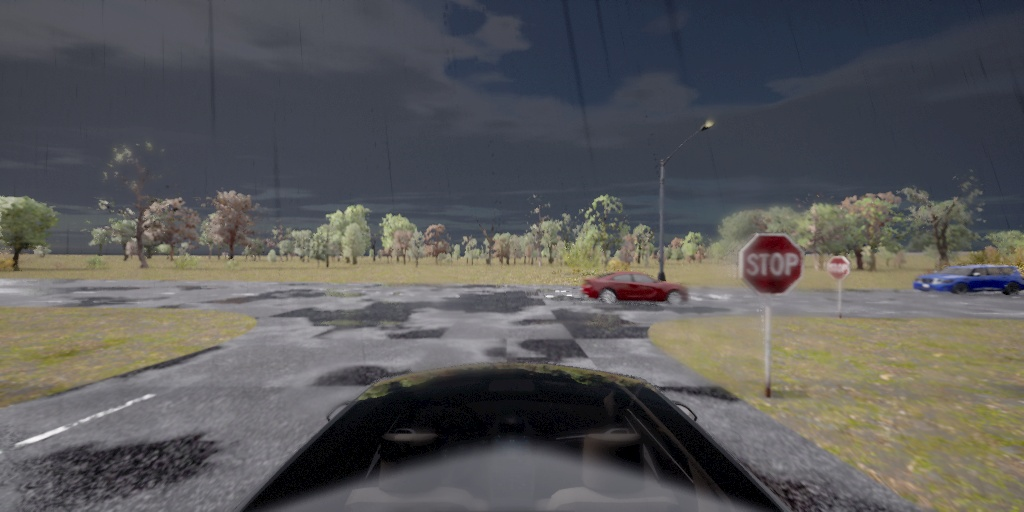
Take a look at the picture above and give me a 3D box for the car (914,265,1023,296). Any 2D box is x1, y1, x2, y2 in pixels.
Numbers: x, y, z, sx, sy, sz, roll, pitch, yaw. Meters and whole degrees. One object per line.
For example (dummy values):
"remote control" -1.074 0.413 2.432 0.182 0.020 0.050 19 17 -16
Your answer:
"car" 30.545 1.649 24.018 5.566 2.045 2.150 -1 0 0

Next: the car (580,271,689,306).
"car" 5.804 1.483 17.191 5.008 1.535 1.882 1 0 0
